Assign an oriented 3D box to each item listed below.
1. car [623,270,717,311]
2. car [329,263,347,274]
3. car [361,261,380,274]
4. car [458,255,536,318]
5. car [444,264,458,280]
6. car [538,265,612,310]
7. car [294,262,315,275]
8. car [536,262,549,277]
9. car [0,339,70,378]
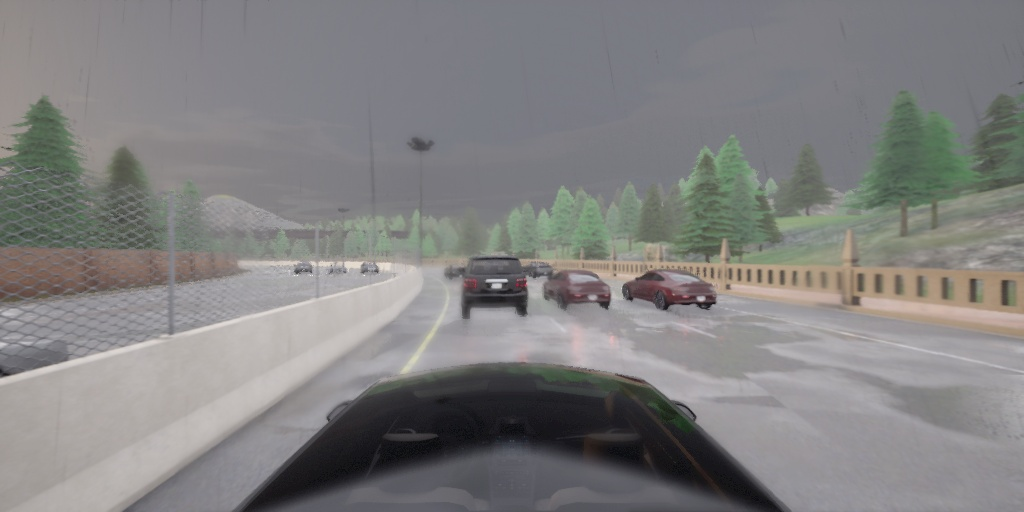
[{"bbox_3d":[6.099,1.267,14.338,1.812,1.442,4.674,0,0,-7],"label":"car"},{"bbox_3d":[-21.040,1.505,43.279,1.895,1.301,4.718,0,0,-27],"label":"car"},{"bbox_3d":[-17.102,1.378,43.183,2.128,1.511,4.902,0,0,-26],"label":"car"},{"bbox_3d":[-0.765,0.992,13.351,2.150,2.045,5.566,0,0,-7],"label":"car"},{"bbox_3d":[-5.010,1.418,32.502,1.895,1.301,4.718,0,0,-18],"label":"car"},{"bbox_3d":[2.542,1.284,14.704,1.812,1.442,4.674,0,0,-7],"label":"car"},{"bbox_3d":[-24.876,1.424,43.012,1.837,1.490,4.892,0,0,-28],"label":"car"},{"bbox_3d":[2.211,1.277,32.672,2.128,1.511,4.902,0,0,-17],"label":"car"},{"bbox_3d":[-7.194,1.384,2.809,1.895,1.301,4.718,0,0,-2],"label":"car"}]
